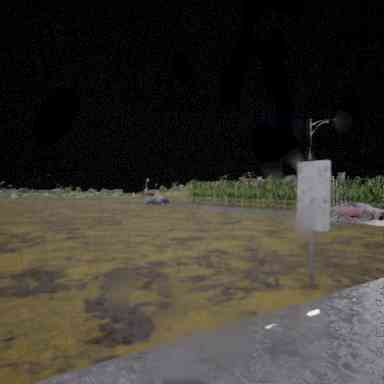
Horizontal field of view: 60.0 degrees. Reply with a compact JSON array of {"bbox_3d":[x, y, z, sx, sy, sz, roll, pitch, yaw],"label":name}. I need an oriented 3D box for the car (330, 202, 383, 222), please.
[{"bbox_3d":[13.099,1.518,26.214,1.994,1.385,4.181,2,-1,-35],"label":"car"}]

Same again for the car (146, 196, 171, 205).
[{"bbox_3d":[-5.432,1.304,52.476,2.033,1.411,5.357,2,-1,-35],"label":"car"}]
